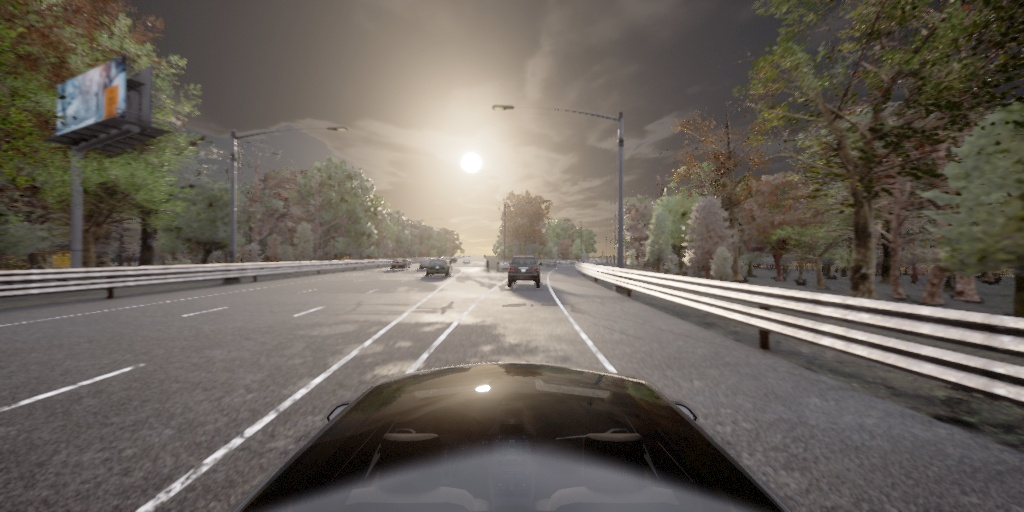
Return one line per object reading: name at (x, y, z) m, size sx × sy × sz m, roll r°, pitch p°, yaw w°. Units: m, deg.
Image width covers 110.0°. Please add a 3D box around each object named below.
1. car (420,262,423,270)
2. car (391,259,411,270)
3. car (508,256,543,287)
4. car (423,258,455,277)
car at (-11.861, 1.240, 50.942) m, size 1.994 × 1.385 × 4.181 m, roll 0°, pitch 0°, yaw -5°
car at (-15.248, 1.159, 49.378) m, size 1.837 × 1.490 × 4.892 m, roll 0°, pitch 0°, yaw -5°
car at (0.947, 1.014, 25.323) m, size 2.150 × 2.045 × 5.566 m, roll 0°, pitch 0°, yaw 5°
car at (-7.104, 1.058, 35.382) m, size 2.097 × 1.767 × 4.553 m, roll 0°, pitch 0°, yaw -5°
